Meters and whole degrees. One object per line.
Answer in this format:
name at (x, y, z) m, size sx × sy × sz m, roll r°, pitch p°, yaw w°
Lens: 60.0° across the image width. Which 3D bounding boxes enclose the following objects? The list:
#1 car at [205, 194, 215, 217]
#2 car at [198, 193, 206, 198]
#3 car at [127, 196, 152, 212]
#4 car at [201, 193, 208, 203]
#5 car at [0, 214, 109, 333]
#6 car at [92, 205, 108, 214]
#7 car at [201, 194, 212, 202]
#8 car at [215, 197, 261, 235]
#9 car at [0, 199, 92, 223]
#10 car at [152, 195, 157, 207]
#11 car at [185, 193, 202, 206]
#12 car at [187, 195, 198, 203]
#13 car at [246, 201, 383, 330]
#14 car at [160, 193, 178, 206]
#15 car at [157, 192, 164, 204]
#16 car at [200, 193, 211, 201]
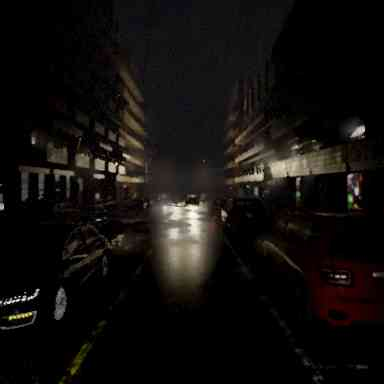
car at (2.369, 1.251, 28.989) m, size 1.801 × 1.575 × 5.366 m, roll 0°, pitch 0°, yaw 0°
car at (2.737, 0.929, 90.789) m, size 1.947 × 1.339 × 4.313 m, roll -1°, pitch 0°, yaw 0°
car at (-5.678, 1.335, 34.804) m, size 1.802 × 1.307 × 4.206 m, roll -1°, pitch 0°, yaw 0°
car at (2.716, 1.120, 57.348) m, size 1.752 × 1.417 × 4.829 m, roll -1°, pitch 0°, yaw 0°
car at (-3.096, 1.454, 7.012) m, size 1.837 × 1.490 × 4.892 m, roll 0°, pitch 0°, yaw 0°
car at (-5.696, 1.422, 17.999) m, size 2.008 × 1.369 × 4.403 m, roll -1°, pitch 0°, yaw 0°
car at (2.719, 1.123, 62.780) m, size 1.947 × 1.339 × 4.313 m, roll -1°, pitch 0°, yaw 0°
car at (2.688, 1.187, 17.963) m, size 2.192 × 1.841 × 5.009 m, roll -1°, pitch 0°, yaw 0°
car at (-5.685, 1.226, 12.395) m, size 2.192 × 1.841 × 5.009 m, roll -1°, pitch 0°, yaw 0°
car at (-5.674, 1.296, 40.406) m, size 1.802 × 1.307 × 4.206 m, roll -1°, pitch 0°, yaw 0°
car at (0.048, 1.230, 47.266) m, size 1.994 × 1.385 × 4.181 m, roll 0°, pitch 0°, yaw 0°
car at (0.038, 1.174, 60.427) m, size 1.895 × 1.301 × 4.718 m, roll 0°, pitch 0°, yaw 0°
car at (2.682, 1.266, 6.759) m, size 2.192 × 1.841 × 5.009 m, roll -1°, pitch 0°, yaw 0°
car at (-3.054, 1.260, 48.208) m, size 1.895 × 1.301 × 4.718 m, roll 0°, pitch 0°, yaw 0°
car at (-5.668, 1.186, 51.611) m, size 2.008 × 1.369 × 4.403 m, roll -1°, pitch 0°, yaw 0°
car at (2.721, 0.958, 68.381) m, size 1.967 × 1.590 × 4.097 m, roll -1°, pitch 0°, yaw 0°
